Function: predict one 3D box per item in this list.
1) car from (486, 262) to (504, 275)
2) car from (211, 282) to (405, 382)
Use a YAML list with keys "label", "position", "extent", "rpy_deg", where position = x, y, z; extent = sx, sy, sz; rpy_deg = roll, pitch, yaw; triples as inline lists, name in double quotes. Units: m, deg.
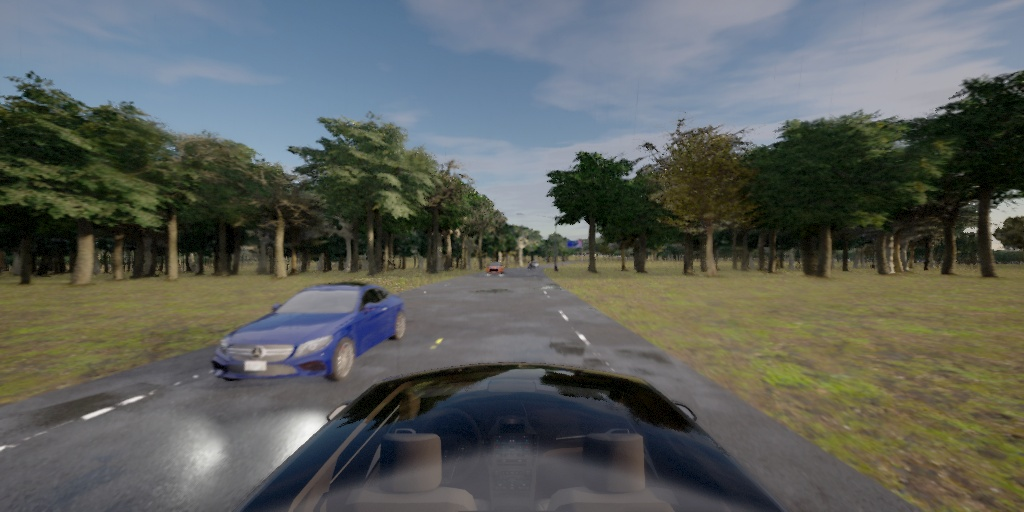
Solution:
- label: "car"
  position: [-2.271, 1.614, 49.380]
  extent: [2.097, 1.767, 4.553]
  rpy_deg: [0, -1, 4]
- label: "car"
  position: [-3.574, 1.295, 7.348]
  extent: [1.812, 1.442, 4.674]
  rpy_deg: [0, 0, 0]
